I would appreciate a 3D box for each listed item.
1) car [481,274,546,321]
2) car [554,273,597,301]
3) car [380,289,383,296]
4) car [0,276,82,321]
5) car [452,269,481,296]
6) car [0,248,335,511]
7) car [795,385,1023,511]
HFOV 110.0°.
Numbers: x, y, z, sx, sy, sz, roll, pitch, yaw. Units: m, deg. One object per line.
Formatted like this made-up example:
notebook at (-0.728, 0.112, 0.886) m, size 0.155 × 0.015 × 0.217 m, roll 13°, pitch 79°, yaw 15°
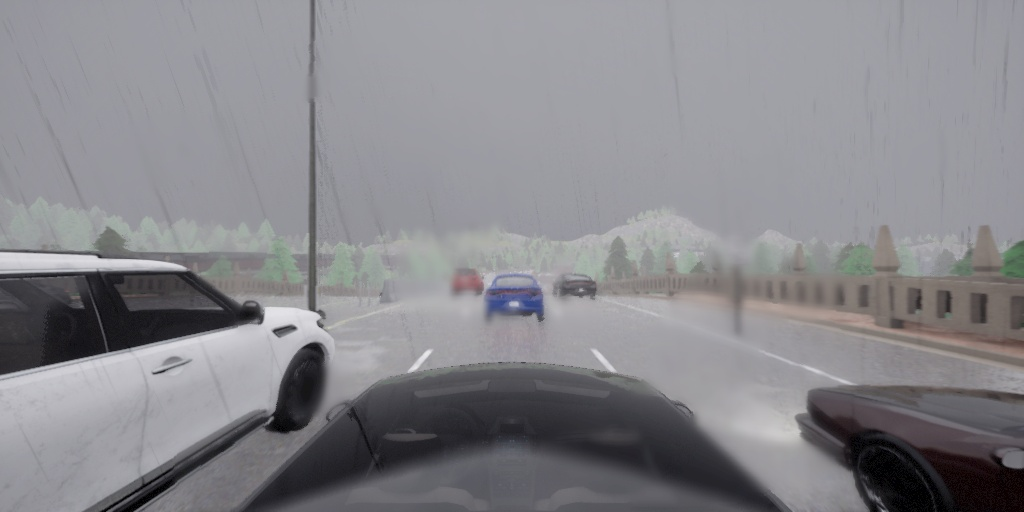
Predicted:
car at (0.104, 1.370, 12.945) m, size 1.882 × 1.535 × 5.008 m, roll 0°, pitch -2°, yaw 0°
car at (3.606, 1.785, 21.025) m, size 1.882 × 1.535 × 5.008 m, roll 0°, pitch -4°, yaw 0°
car at (-14.035, 4.147, 42.686) m, size 1.837 × 1.490 × 4.892 m, roll 0°, pitch -8°, yaw 0°
car at (-17.592, 1.417, 11.722) m, size 1.994 × 1.385 × 4.181 m, roll 0°, pitch -2°, yaw 0°
car at (-3.392, 2.165, 28.603) m, size 2.150 × 2.045 × 5.566 m, roll 0°, pitch -6°, yaw 0°
car at (-3.411, 0.971, 2.395) m, size 2.150 × 2.045 × 5.566 m, roll 0°, pitch 0°, yaw 0°
car at (3.594, 1.297, 0.898) m, size 2.033 × 1.411 × 5.357 m, roll 0°, pitch 0°, yaw 1°
